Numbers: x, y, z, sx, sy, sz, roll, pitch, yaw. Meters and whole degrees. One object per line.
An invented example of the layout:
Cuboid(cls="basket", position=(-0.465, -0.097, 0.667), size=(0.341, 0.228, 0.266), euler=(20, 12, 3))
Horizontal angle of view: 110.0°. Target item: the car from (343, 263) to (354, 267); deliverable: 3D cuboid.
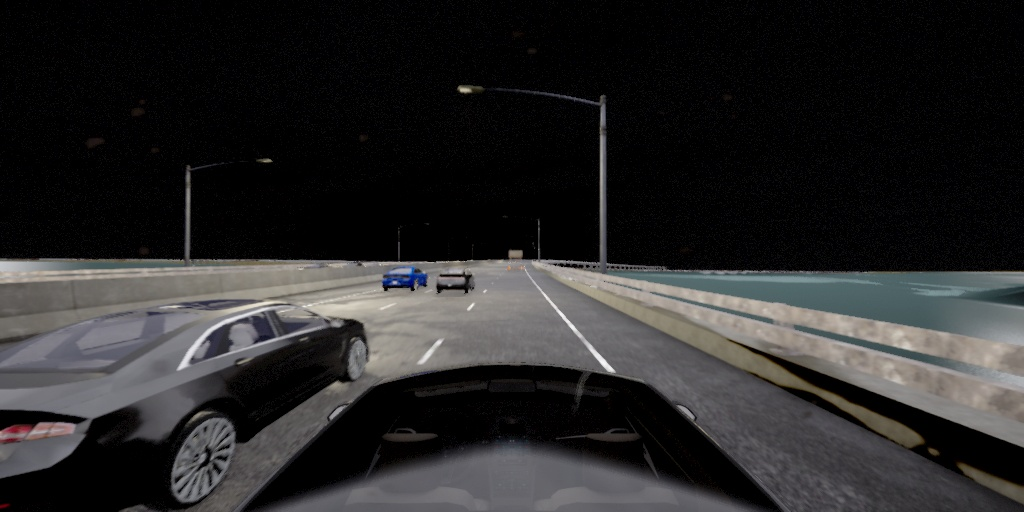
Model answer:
Cuboid(cls="car", position=(-20.694, 1.656, 46.903), size=(1.837, 1.490, 4.892), euler=(0, -1, 1))

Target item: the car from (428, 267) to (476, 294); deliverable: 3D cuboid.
Cuboid(cls="car", position=(-3.322, 1.422, 21.786), size=(2.128, 1.511, 4.902), euler=(0, -1, 0))

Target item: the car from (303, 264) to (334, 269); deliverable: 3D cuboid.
Cuboid(cls="car", position=(-24.232, 1.679, 44.790), size=(2.033, 1.411, 5.357), euler=(0, -1, 1))

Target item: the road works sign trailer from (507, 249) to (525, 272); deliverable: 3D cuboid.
Cuboid(cls="road works sign trailer", position=(0.586, 0.724, 58.720), size=(2.380, 3.560, 2.880), euler=(0, 0, 1))

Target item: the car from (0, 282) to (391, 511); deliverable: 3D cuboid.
Cuboid(cls="car", position=(-3.394, 1.264, 4.325), size=(2.128, 1.511, 4.902), euler=(0, -1, 0))

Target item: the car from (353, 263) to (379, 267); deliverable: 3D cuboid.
Cuboid(cls="car", position=(-17.238, 1.679, 44.651), size=(2.033, 1.411, 5.357), euler=(0, -1, 1))

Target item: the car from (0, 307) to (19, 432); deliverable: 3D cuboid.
Cuboid(cls="car", position=(-6.898, 1.293, 1.594), size=(2.033, 1.411, 5.357), euler=(0, -1, 0))

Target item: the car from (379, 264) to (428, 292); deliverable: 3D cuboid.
Cuboid(cls="car", position=(-6.810, 1.421, 23.373), size=(1.882, 1.535, 5.008), euler=(0, -1, 0))
